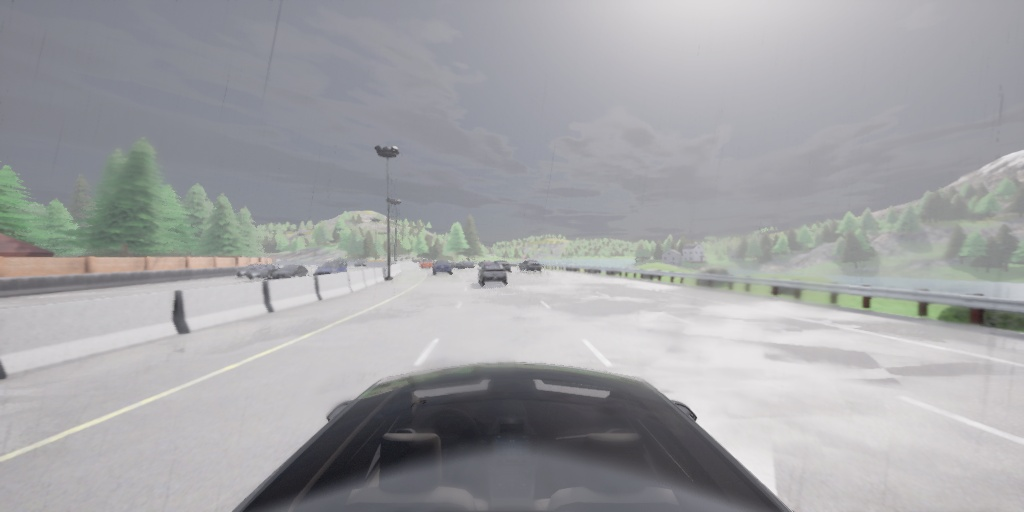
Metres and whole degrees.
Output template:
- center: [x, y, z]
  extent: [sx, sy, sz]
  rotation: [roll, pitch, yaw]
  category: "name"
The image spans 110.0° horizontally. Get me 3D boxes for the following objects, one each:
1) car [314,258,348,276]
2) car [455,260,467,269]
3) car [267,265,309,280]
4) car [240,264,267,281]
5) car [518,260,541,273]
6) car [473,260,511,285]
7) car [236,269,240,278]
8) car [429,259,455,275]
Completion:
- center: [-17.518, 1.382, 34.858]
  extent: [2.097, 1.767, 4.553]
  rotation: [-1, 0, -12]
  category: "car"
- center: [-9.425, 1.536, 60.140]
  extent: [1.895, 1.301, 4.718]
  rotation: [-1, 0, -21]
  category: "car"
- center: [-20.924, 1.586, 34.106]
  extent: [1.837, 1.490, 4.892]
  rotation: [-1, -1, -12]
  category: "car"
- center: [-25.075, 1.632, 36.629]
  extent: [2.128, 1.511, 4.902]
  rotation: [-1, 0, -13]
  category: "car"
- center: [2.163, 1.259, 44.039]
  extent: [1.837, 1.490, 4.892]
  rotation: [0, 0, -14]
  category: "car"
- center: [-1.516, 1.284, 26.380]
  extent: [2.128, 1.511, 4.902]
  rotation: [-1, 0, -9]
  category: "car"
- center: [-29.891, 1.706, 41.463]
  extent: [2.128, 1.511, 4.902]
  rotation: [-1, 0, -15]
  category: "car"
- center: [-8.443, 1.258, 42.993]
  extent: [2.097, 1.767, 4.553]
  rotation: [-1, 0, -14]
  category: "car"
